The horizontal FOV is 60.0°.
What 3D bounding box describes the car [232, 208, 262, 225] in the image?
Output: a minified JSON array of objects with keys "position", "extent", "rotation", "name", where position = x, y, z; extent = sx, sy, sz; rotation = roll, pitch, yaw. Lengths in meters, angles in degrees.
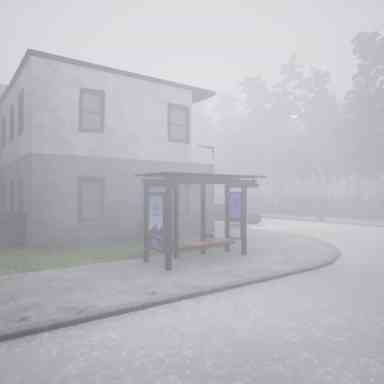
[{"position":[2.854,1.520,23.936],"extent":[1.837,1.490,4.892],"rotation":[0,0,-36],"name":"car"}]
